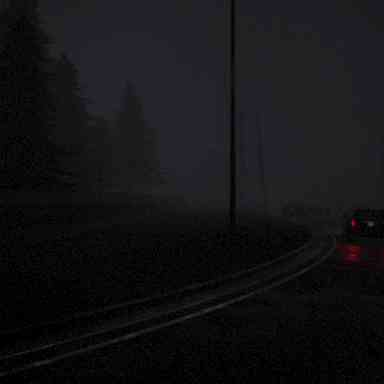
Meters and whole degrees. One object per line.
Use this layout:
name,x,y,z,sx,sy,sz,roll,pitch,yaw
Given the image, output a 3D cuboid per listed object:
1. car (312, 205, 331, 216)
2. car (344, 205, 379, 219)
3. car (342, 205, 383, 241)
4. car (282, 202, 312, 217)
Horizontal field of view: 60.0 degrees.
car,15.796,2.270,42.146,1.895,1.301,4.718,0,-1,3
car,19.041,2.169,37.655,1.994,1.385,4.181,0,-1,3
car,9.490,1.646,18.222,2.097,1.767,4.553,0,-1,21
car,12.135,1.974,39.344,2.097,1.767,4.553,0,-1,3
